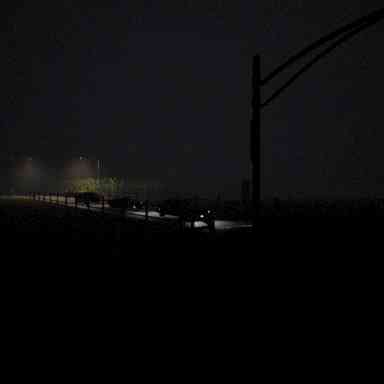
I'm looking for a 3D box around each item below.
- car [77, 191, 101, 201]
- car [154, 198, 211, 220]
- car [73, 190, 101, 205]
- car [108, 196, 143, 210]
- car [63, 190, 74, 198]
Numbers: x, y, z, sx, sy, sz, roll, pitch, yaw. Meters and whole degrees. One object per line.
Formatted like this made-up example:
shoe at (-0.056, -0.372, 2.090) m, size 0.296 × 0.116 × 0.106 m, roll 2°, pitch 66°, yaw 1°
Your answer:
car at (-16.654, 0.603, 53.590) m, size 2.033 × 1.411 × 5.357 m, roll 0°, pitch 1°, yaw -35°
car at (-0.847, 1.180, 24.367) m, size 2.033 × 1.411 × 5.357 m, roll 0°, pitch 1°, yaw -35°
car at (-12.965, 0.727, 41.824) m, size 1.882 × 1.535 × 5.008 m, roll 0°, pitch 1°, yaw -35°
car at (-6.583, 1.051, 32.620) m, size 1.895 × 1.301 × 4.718 m, roll 0°, pitch 1°, yaw -35°
car at (-22.517, 0.355, 62.022) m, size 1.882 × 1.535 × 5.008 m, roll 0°, pitch 1°, yaw -35°
